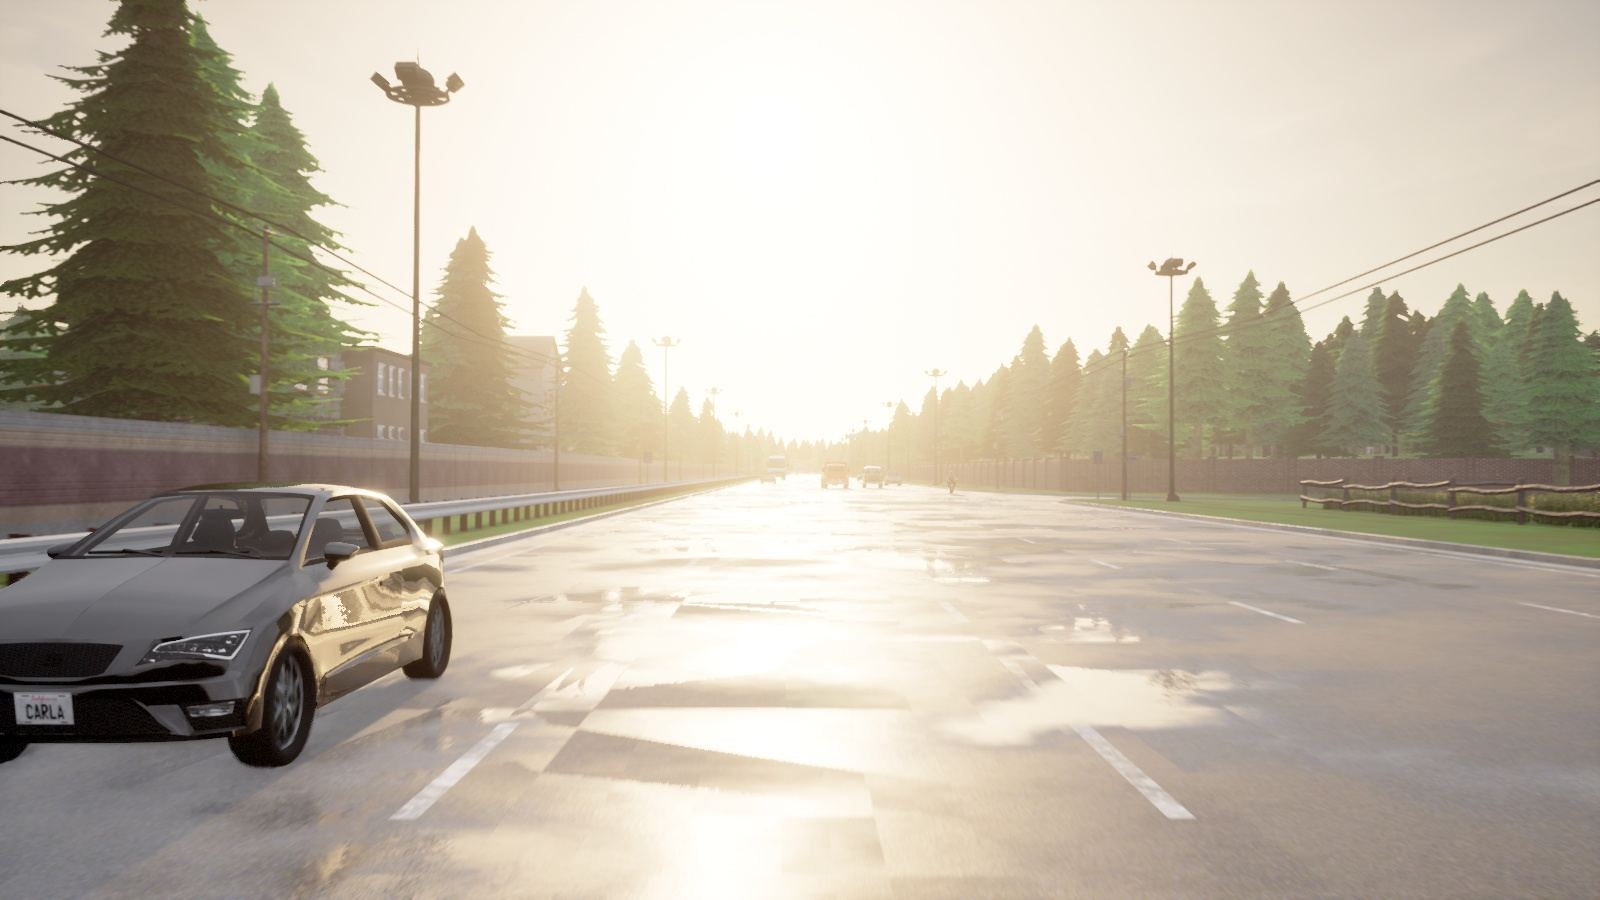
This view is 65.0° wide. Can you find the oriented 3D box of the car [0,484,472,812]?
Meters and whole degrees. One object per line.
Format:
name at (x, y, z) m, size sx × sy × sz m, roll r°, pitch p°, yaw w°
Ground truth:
car at (-3.520, 0.975, 7.933) m, size 1.816 × 1.474 × 4.193 m, roll 0°, pitch -1°, yaw 0°
